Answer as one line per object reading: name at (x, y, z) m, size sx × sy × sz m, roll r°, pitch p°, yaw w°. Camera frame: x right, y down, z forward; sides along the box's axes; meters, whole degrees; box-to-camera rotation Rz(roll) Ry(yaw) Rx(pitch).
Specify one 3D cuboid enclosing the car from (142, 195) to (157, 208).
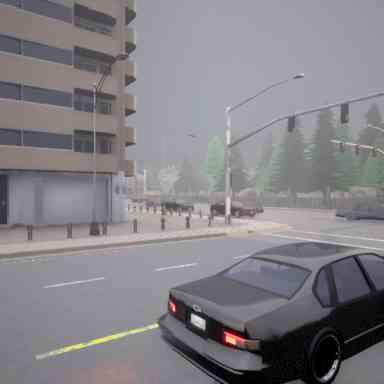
car at (-5.123, 1.619, 49.370) m, size 1.994 × 1.385 × 4.181 m, roll 0°, pitch 0°, yaw -36°

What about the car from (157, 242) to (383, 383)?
car at (2.123, 1.547, 5.296) m, size 5.357 × 1.411 × 2.033 m, roll 0°, pitch 0°, yaw -35°

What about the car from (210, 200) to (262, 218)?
car at (3.774, 1.533, 31.023) m, size 1.882 × 1.535 × 5.008 m, roll 0°, pitch 0°, yaw -36°

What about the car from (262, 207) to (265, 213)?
car at (5.508, 1.620, 34.605) m, size 1.994 × 1.385 × 4.181 m, roll 0°, pitch 0°, yaw -36°

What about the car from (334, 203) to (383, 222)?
car at (13.736, 1.578, 25.124) m, size 5.357 × 1.411 × 2.033 m, roll 0°, pitch 0°, yaw 38°

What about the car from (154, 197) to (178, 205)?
car at (-4.818, 1.603, 61.255) m, size 2.033 × 1.411 × 5.357 m, roll 0°, pitch 0°, yaw -36°

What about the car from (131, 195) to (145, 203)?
car at (-11.033, 1.408, 69.823) m, size 2.097 × 1.767 × 4.553 m, roll 0°, pitch 0°, yaw -36°

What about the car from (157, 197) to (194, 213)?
car at (-1.681, 1.533, 38.592) m, size 1.882 × 1.535 × 5.008 m, roll 0°, pitch 0°, yaw -36°
